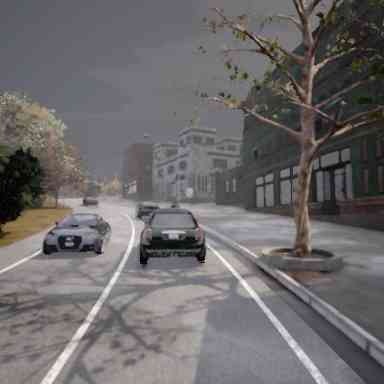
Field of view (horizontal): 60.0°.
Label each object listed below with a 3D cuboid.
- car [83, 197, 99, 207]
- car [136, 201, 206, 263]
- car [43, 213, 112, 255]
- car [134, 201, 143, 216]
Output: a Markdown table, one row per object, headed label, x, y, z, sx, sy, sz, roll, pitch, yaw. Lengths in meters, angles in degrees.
| label | x | y | z | sx | sy | sz | roll | pitch | yaw |
| --- | --- | --- | --- | --- | --- | --- | --- | --- | --- |
| car | -15.778 | 1.468 | 51.681 | 2.033 | 1.411 | 5.357 | 2 | -1 | -25 |
| car | -0.775 | 1.362 | 12.197 | 2.097 | 1.767 | 4.553 | 0 | 0 | -6 |
| car | -4.328 | 1.547 | 13.083 | 1.994 | 1.385 | 4.181 | 0 | 0 | -7 |
| car | -4.011 | 1.554 | 29.730 | 1.837 | 1.490 | 4.892 | 1 | 0 | -14 |
